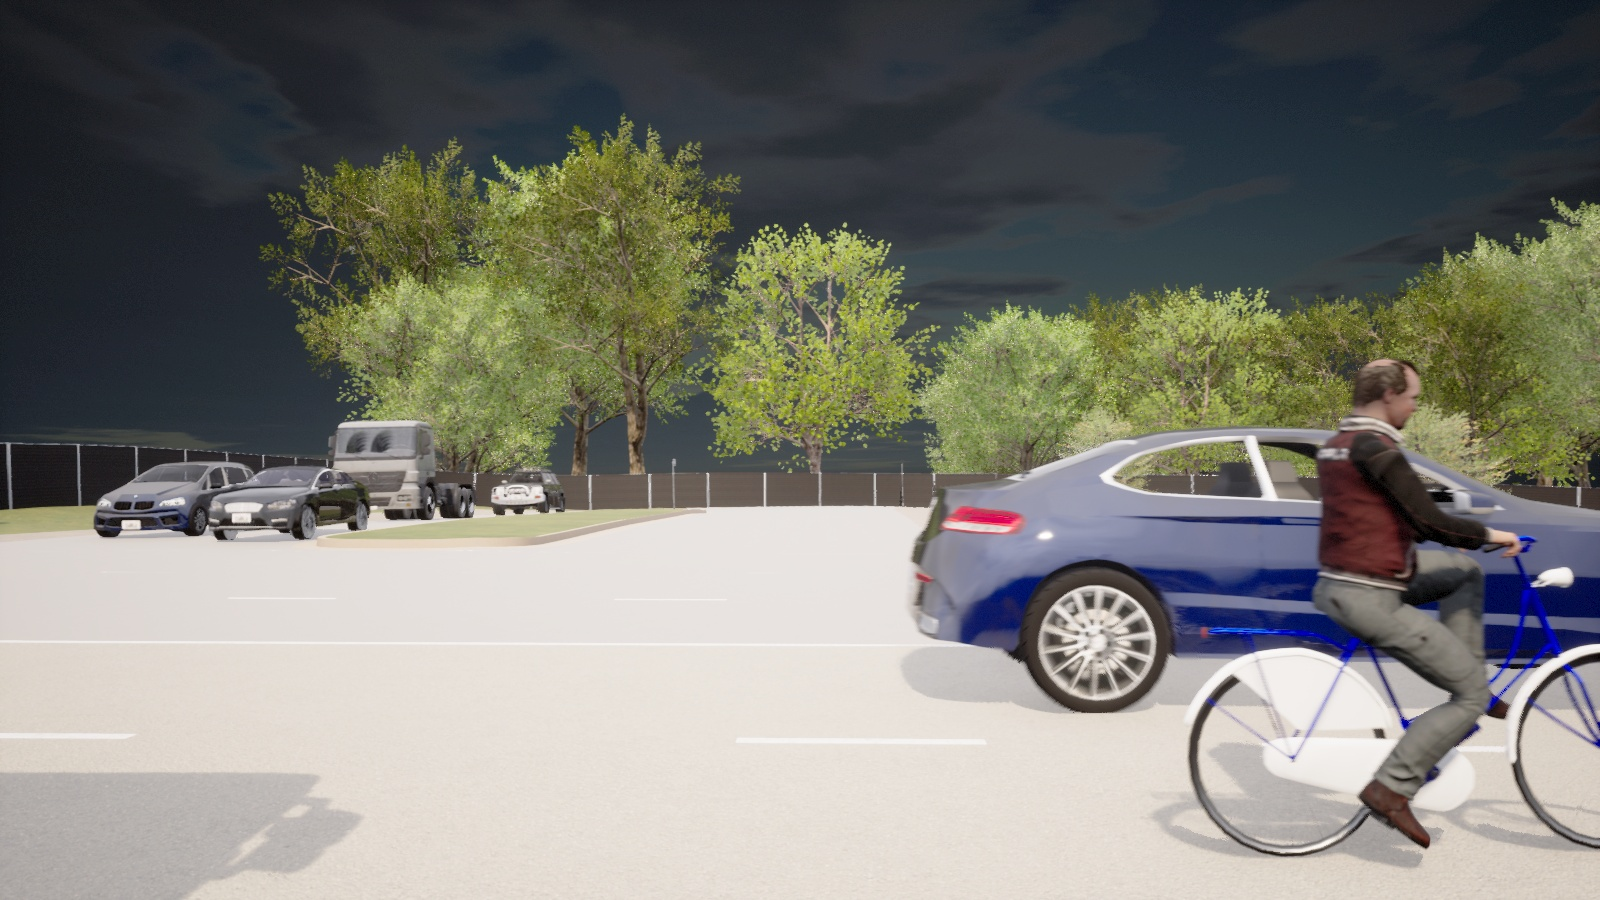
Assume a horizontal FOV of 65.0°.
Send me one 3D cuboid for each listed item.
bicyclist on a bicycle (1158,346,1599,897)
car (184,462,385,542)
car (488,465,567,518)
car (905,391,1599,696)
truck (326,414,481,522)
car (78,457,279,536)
[{"bbox_3d":[2.310,0.558,4.446,1.843,1.776,0.659,-2,0,1],"label":"bicyclist on a bicycle"},{"bbox_3d":[-10.723,1.039,26.578,2.128,1.511,4.902,0,-1,1],"label":"car"},{"bbox_3d":[-10.276,1.590,47.713,1.932,1.855,4.605,-1,-2,1],"label":"car"},{"bbox_3d":[3.241,0.531,7.934,5.027,1.651,2.152,0,-1,2],"label":"car"},{"bbox_3d":[-13.857,0.745,44.648,2.891,3.462,7.936,-1,-2,1],"label":"truck"},{"bbox_3d":[-14.167,1.009,28.984,2.242,1.667,4.611,-1,-1,2],"label":"car"}]
